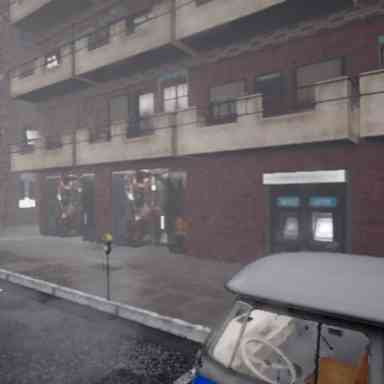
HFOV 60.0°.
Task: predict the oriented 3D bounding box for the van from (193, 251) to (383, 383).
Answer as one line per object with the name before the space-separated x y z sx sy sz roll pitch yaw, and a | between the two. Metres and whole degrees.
van | 1.806 1.344 1.607 3.998 1.788 1.690 0 -1 36
